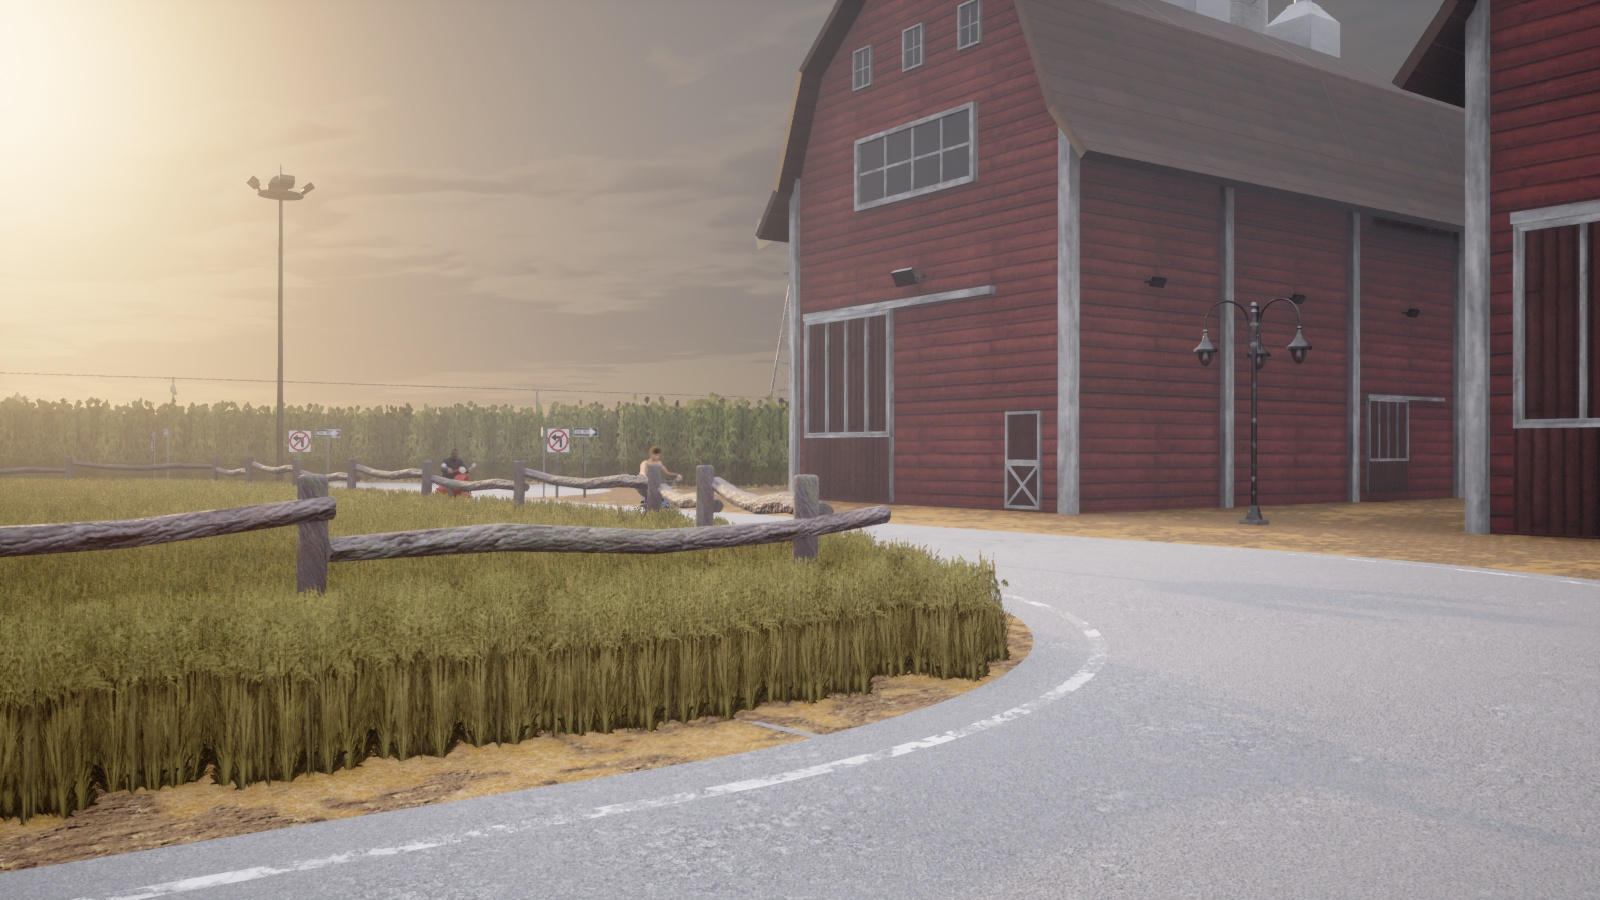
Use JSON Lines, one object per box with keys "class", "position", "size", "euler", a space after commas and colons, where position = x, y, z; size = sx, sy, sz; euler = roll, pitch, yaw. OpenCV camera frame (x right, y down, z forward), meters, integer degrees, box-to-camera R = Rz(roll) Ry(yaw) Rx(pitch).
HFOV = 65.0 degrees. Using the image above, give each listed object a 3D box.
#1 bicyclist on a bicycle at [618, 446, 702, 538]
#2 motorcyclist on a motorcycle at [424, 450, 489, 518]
{"class": "bicyclist on a bicycle", "position": [-2.578, 0.743, 22.977], "size": [0.866, 1.612, 1.509], "euler": [0, 0, -38]}
{"class": "motorcyclist on a motorcycle", "position": [-8.312, 0.790, 30.310], "size": [0.866, 1.590, 1.817], "euler": [0, 0, -38]}
